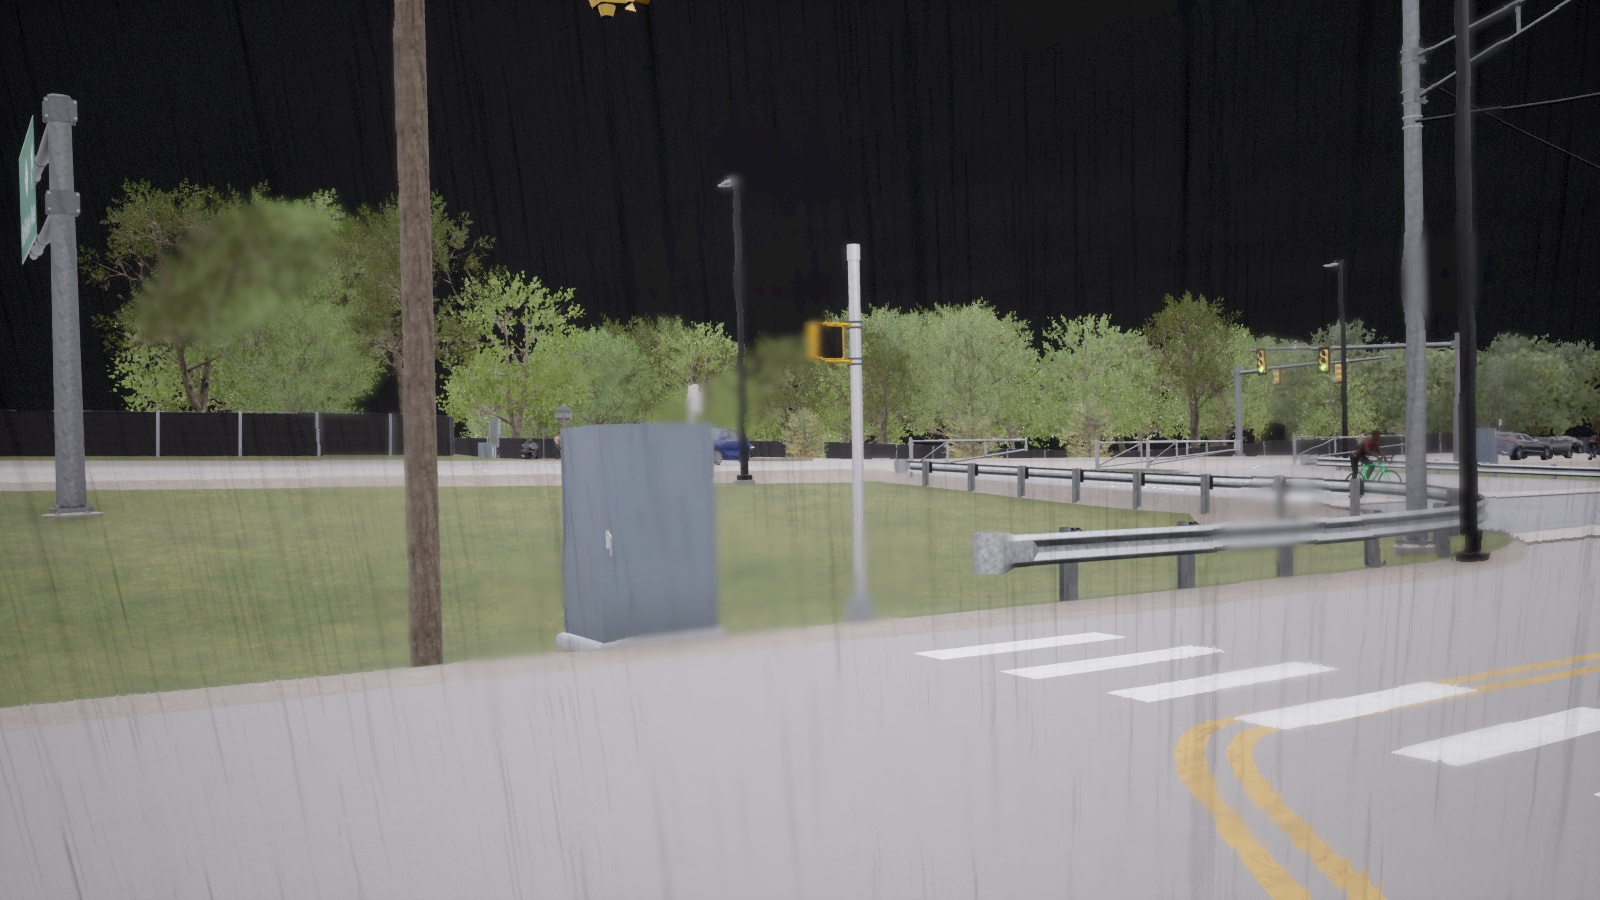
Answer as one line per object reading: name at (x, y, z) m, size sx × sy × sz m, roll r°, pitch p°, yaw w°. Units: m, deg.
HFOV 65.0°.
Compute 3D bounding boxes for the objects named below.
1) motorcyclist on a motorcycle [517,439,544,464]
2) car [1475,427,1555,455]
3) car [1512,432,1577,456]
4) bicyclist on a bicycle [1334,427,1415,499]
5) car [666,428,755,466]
motorcyclist on a motorcycle at (-17.302, 0.110, 80.648) m, size 0.866 × 1.530 × 2.191 m, roll -2°, pitch 0°, yaw -36°
car at (42.533, -0.530, 74.705) m, size 5.027 × 1.651 × 2.152 m, roll 0°, pitch 0°, yaw -34°
car at (49.699, -0.408, 83.812) m, size 4.514 × 1.525 × 2.007 m, roll 0°, pitch 0°, yaw -34°
bicyclist on a bicycle at (13.443, 0.322, 29.412) m, size 0.582 × 1.620 × 1.656 m, roll -1°, pitch -2°, yaw -27°
car at (-3.714, -0.131, 52.866) m, size 1.882 × 1.535 × 5.008 m, roll 0°, pitch 0°, yaw 20°
